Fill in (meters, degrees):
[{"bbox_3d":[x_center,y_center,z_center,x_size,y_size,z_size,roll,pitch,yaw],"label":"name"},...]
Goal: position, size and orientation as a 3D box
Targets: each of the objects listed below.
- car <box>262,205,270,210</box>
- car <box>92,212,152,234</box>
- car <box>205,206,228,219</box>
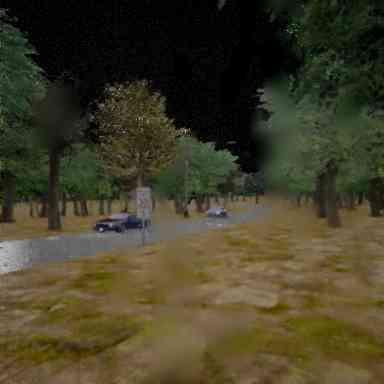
[{"bbox_3d":[19.672,4.125,88.573,1.994,1.385,4.181,0,-2,12],"label":"car"},{"bbox_3d":[-5.018,2.215,24.742,2.033,1.411,5.357,0,-2,24],"label":"car"},{"bbox_3d":[3.334,2.682,45.070,2.097,1.767,4.553,0,-2,21],"label":"car"}]
